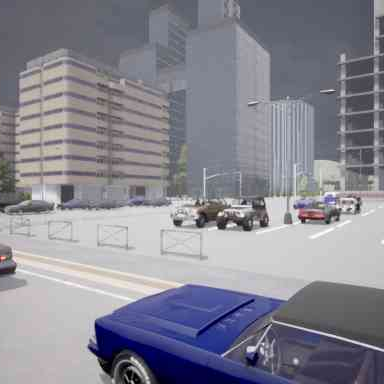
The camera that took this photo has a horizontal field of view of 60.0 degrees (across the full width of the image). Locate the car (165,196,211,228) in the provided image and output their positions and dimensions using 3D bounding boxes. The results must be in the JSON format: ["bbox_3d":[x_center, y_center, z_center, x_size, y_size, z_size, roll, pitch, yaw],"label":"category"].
[{"bbox_3d":[0.675,1.153,20.922,1.932,1.855,4.605,0,0,34],"label":"car"}]

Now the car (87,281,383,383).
[{"bbox_3d":[1.154,1.601,3.167,4.718,1.301,1.895,0,0,35],"label":"car"}]

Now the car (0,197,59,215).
[{"bbox_3d":[-16.284,1.526,33.566,1.812,1.442,4.674,0,0,34],"label":"car"}]

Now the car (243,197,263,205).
[{"bbox_3d":[11.381,1.601,61.926,1.895,1.301,4.718,0,0,35],"label":"car"}]

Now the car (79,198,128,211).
[{"bbox_3d":[-10.954,1.547,41.538,2.033,1.411,5.357,0,0,34],"label":"car"}]

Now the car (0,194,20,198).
[{"bbox_3d":[-20.232,1.222,34.003,2.150,2.045,5.566,0,0,34],"label":"car"}]

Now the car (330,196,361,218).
[{"bbox_3d":[15.066,1.395,32.211,1.970,1.475,3.806,0,0,34],"label":"car"}]

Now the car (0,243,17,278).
[{"bbox_3d":[-6.692,1.547,8.682,5.357,1.411,2.033,0,0,35],"label":"car"}]

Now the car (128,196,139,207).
[{"bbox_3d":[-8.846,1.352,50.909,2.097,1.767,4.553,0,0,35],"label":"car"}]

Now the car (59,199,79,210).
[{"bbox_3d":[-14.522,1.547,42.513,2.033,1.411,5.357,0,0,34],"label":"car"}]

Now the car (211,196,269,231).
[{"bbox_3d":[3.042,1.156,19.256,1.905,1.878,3.866,0,0,34],"label":"car"}]

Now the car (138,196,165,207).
[{"bbox_3d":[-5.162,1.547,50.154,2.033,1.411,5.357,0,0,34],"label":"car"}]
